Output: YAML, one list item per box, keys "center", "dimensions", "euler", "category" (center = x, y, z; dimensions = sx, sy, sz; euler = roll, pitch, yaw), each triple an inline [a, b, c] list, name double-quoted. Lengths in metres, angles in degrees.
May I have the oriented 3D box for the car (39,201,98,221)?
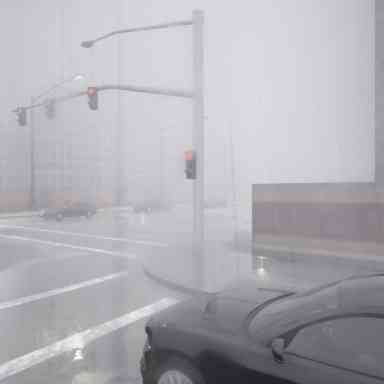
- center: [-10.105, 1.491, 27.436]
  dimensions: [2.128, 1.511, 4.902]
  euler: [0, 0, 34]
  category: "car"

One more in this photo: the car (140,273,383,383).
- center: [1.731, 1.478, 2.771]
  dimensions: [5.008, 1.535, 1.882]
  euler: [0, 0, 37]
  category: "car"

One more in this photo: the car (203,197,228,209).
- center: [3.002, 1.477, 45.409]
  dimensions: [1.882, 1.535, 5.008]
  euler: [0, 0, 36]
  category: "car"

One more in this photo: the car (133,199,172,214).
- center: [-4.176, 1.505, 35.574]
  dimensions: [1.837, 1.490, 4.892]
  euler: [0, 0, 36]
  category: "car"
